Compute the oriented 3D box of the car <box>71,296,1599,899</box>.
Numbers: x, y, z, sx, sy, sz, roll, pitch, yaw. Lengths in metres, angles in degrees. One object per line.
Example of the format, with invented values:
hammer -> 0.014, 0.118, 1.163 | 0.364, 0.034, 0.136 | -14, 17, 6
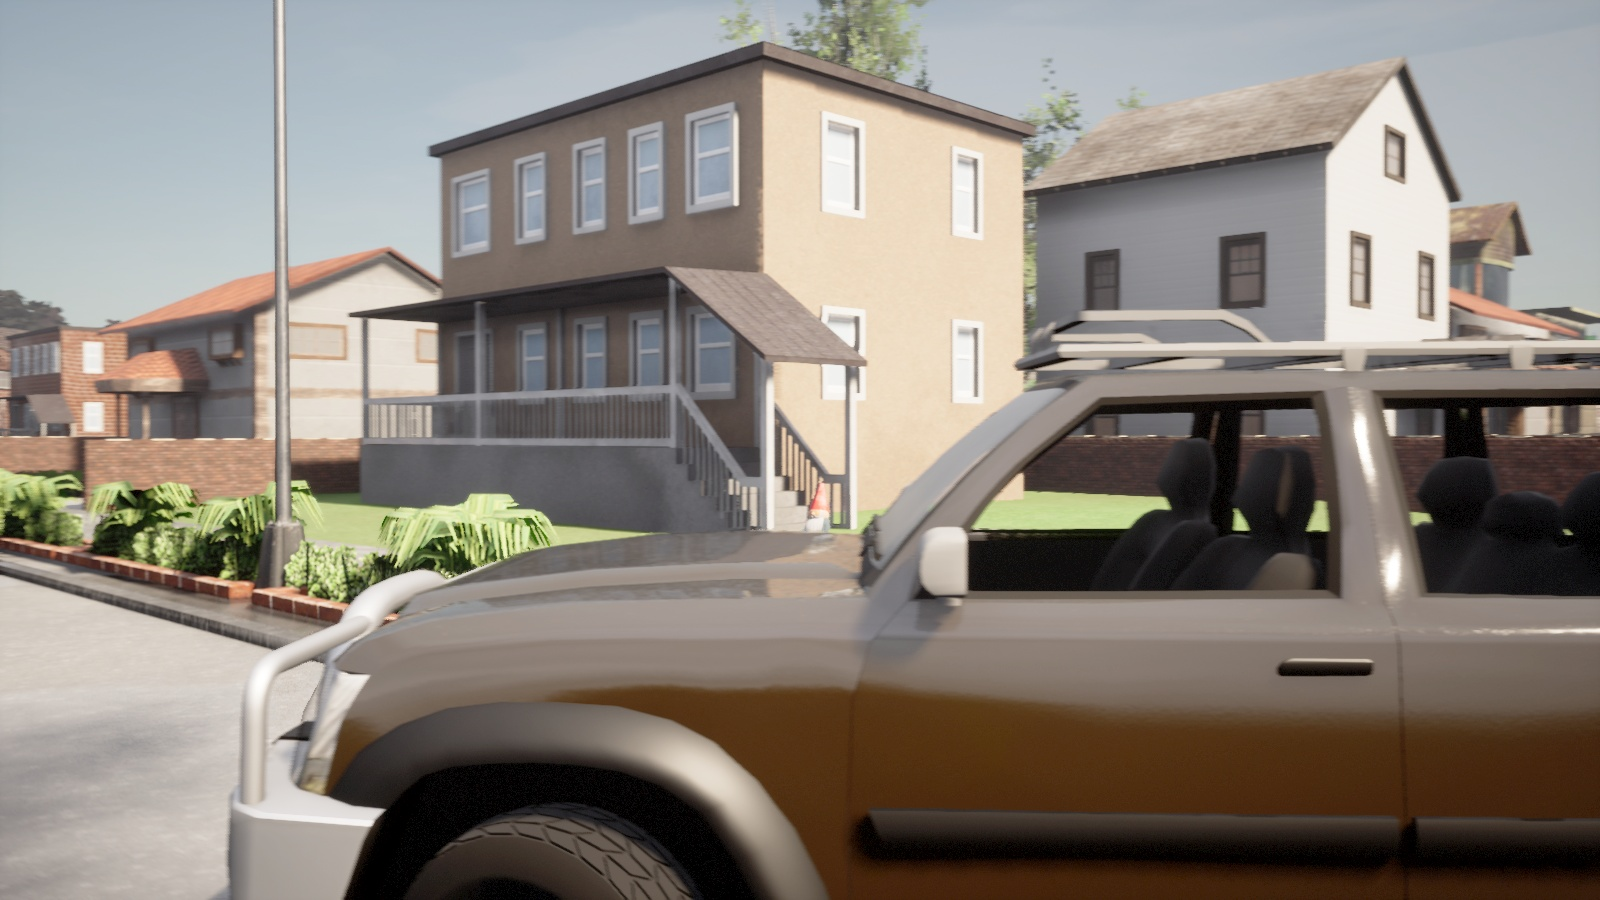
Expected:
car -> 0.846, 0.602, 3.438 | 4.605, 1.855, 1.932 | 0, 2, 4
